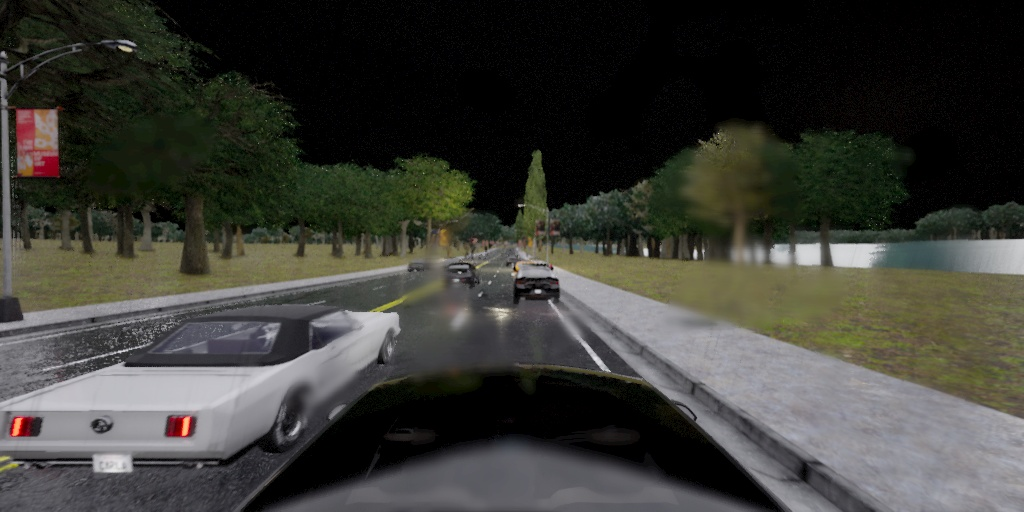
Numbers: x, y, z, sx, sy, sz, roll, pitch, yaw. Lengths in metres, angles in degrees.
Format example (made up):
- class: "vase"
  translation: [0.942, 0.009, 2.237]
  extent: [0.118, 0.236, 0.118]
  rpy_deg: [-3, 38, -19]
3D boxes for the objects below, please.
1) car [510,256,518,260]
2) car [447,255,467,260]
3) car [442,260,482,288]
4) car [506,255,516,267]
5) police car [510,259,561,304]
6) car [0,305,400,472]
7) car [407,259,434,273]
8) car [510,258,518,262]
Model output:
- class: "car"
  translation: [1.014, 1.084, 32.065]
  extent: [1.882, 1.535, 5.008]
  rpy_deg: [0, 1, 0]
- class: "car"
  translation: [-6.543, 0.999, 39.930]
  extent: [1.837, 1.490, 4.892]
  rpy_deg: [0, 1, 0]
- class: "car"
  translation: [-3.123, 1.185, 22.966]
  extent: [1.837, 1.490, 4.892]
  rpy_deg: [0, 0, 0]
- class: "car"
  translation: [0.078, 0.751, 52.644]
  extent: [1.837, 1.490, 4.892]
  rpy_deg: [0, 1, 0]
- class: "police car"
  translation: [0.994, 1.132, 16.180]
  extent: [1.930, 1.638, 5.238]
  rpy_deg: [0, 0, 0]
- class: "car"
  translation: [-3.146, 1.344, 5.053]
  extent: [1.895, 1.301, 4.718]
  rpy_deg: [0, 0, 0]
- class: "car"
  translation: [-9.798, 1.057, 39.001]
  extent: [2.033, 1.411, 5.357]
  rpy_deg: [0, 1, 0]
- class: "car"
  translation: [1.007, 1.139, 26.068]
  extent: [1.882, 1.535, 5.008]
  rpy_deg: [0, 0, 0]
